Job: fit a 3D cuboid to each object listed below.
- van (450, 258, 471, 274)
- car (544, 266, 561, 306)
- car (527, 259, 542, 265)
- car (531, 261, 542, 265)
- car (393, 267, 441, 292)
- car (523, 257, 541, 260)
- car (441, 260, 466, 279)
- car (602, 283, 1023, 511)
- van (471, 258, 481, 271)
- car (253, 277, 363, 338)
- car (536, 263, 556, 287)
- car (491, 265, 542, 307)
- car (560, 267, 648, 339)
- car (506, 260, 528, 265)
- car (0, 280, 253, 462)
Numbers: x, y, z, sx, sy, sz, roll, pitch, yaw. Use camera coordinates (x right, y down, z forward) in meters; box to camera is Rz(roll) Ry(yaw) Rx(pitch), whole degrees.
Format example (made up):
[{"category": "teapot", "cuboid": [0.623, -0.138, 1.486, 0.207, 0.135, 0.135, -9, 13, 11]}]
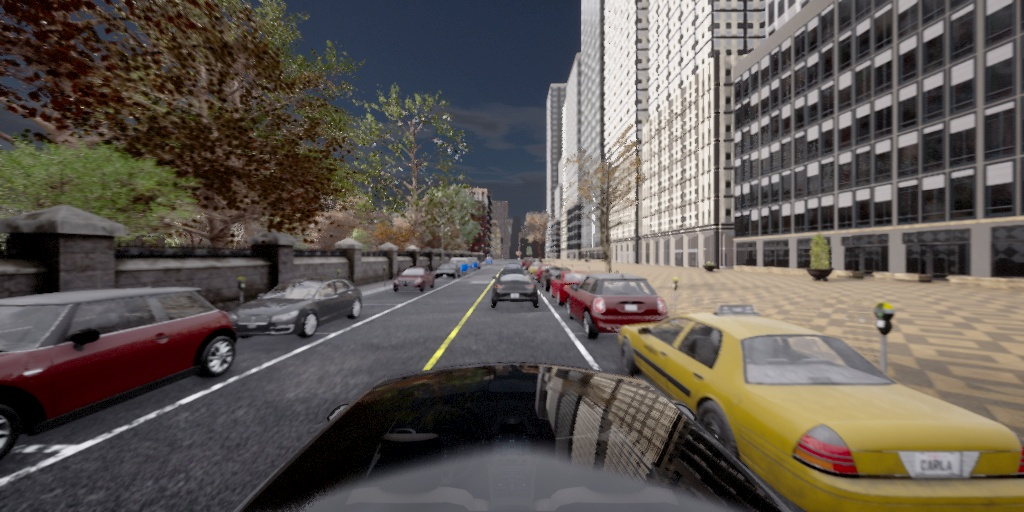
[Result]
[{"category": "van", "cuboid": [-5.688, 1.102, 38.197, 1.690, 1.789, 3.998, 0, 0, 0]}, {"category": "car", "cuboid": [2.690, 1.294, 15.666, 1.888, 1.381, 4.507, 0, 0, 0]}, {"category": "car", "cuboid": [2.693, 1.286, 38.365, 1.751, 1.417, 4.829, 0, 0, 0]}, {"category": "car", "cuboid": [2.691, 1.300, 26.931, 1.888, 1.381, 4.507, 0, 0, 0]}, {"category": "car", "cuboid": [-5.690, 1.334, 21.300, 1.802, 1.307, 4.207, 0, 0, 0]}, {"category": "car", "cuboid": [2.694, 1.080, 43.828, 2.192, 1.841, 5.009, 0, 0, 0]}, {"category": "car", "cuboid": [-5.689, 1.324, 32.565, 1.948, 1.339, 4.313, 0, 0, 0]}, {"category": "car", "cuboid": [2.688, 1.274, 4.574, 1.751, 1.417, 4.829, 0, 0, 0]}, {"category": "van", "cuboid": [-5.686, 1.111, 49.461, 1.690, 1.789, 3.998, 0, 0, 0]}, {"category": "car", "cuboid": [-5.691, 1.298, 10.036, 2.007, 1.370, 4.403, 0, 0, 0]}, {"category": "car", "cuboid": [2.691, 1.318, 21.298, 1.948, 1.339, 4.313, 0, 0, 0]}, {"category": "car", "cuboid": [0.114, 1.274, 15.311, 1.812, 1.442, 4.674, 0, 0, 0]}, {"category": "car", "cuboid": [2.689, 1.187, 10.035, 1.967, 1.591, 4.097, 0, 0, 0]}, {"category": "car", "cuboid": [0.102, 1.305, 32.660, 2.033, 1.411, 5.357, 0, 0, 0]}, {"category": "car", "cuboid": [-5.692, 1.189, 4.405, 1.967, 1.591, 4.097, 0, 0, 0]}]
